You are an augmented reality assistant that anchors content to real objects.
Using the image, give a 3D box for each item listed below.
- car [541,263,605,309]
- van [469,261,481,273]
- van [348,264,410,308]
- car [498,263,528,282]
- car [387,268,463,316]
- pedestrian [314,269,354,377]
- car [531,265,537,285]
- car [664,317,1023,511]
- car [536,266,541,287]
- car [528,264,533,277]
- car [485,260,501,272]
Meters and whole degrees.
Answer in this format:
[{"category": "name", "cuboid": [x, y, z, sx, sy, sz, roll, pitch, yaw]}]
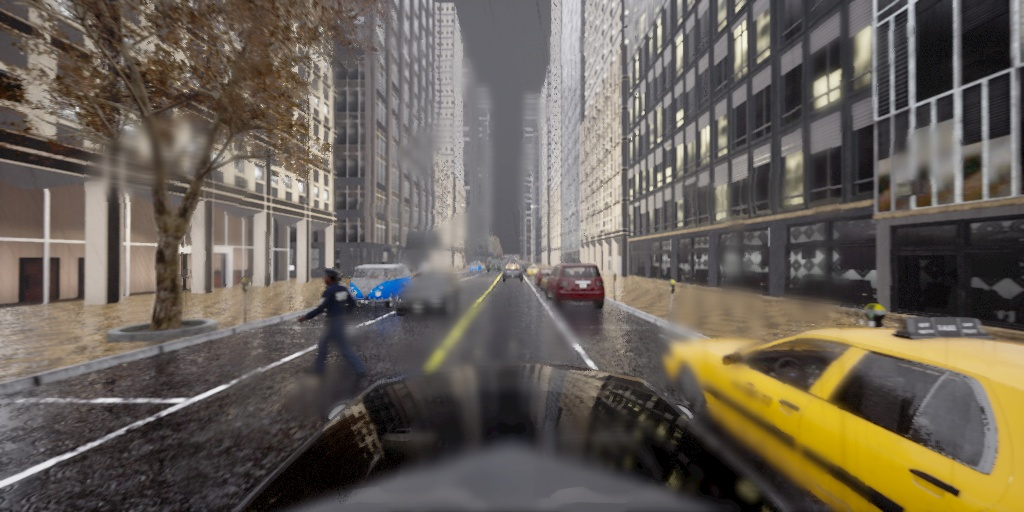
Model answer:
[{"category": "car", "cuboid": [2.688, 1.233, 15.896, 2.192, 1.841, 5.009, 0, 0, 0]}, {"category": "van", "cuboid": [-5.698, 1.713, 55.785, 1.690, 1.789, 3.998, 0, 0, 0]}, {"category": "van", "cuboid": [-5.693, 1.259, 15.900, 1.690, 1.789, 3.998, 0, 0, 0]}, {"category": "car", "cuboid": [0.090, 1.619, 34.118, 2.128, 1.511, 4.902, 0, -1, 0]}, {"category": "car", "cuboid": [-3.099, 1.398, 14.292, 1.837, 1.490, 4.892, 0, 1, 0]}, {"category": "pedestrian", "cuboid": [-2.869, 1.093, 5.785, 0.375, 1.860, 0.375, 0, 0, 0]}, {"category": "car", "cuboid": [2.686, 1.597, 27.291, 1.888, 1.381, 4.507, 0, 0, 0]}, {"category": "car", "cuboid": [3.000, 1.219, 2.796, 1.801, 1.575, 5.366, 0, -1, 0]}, {"category": "car", "cuboid": [2.687, 1.511, 21.763, 1.751, 1.417, 4.829, 0, 0, 0]}, {"category": "car", "cuboid": [2.684, 1.773, 44.556, 1.751, 1.417, 4.829, 0, 0, 0]}, {"category": "car", "cuboid": [-3.009, 1.629, 60.394, 2.150, 2.045, 5.566, 0, -1, 0]}]
